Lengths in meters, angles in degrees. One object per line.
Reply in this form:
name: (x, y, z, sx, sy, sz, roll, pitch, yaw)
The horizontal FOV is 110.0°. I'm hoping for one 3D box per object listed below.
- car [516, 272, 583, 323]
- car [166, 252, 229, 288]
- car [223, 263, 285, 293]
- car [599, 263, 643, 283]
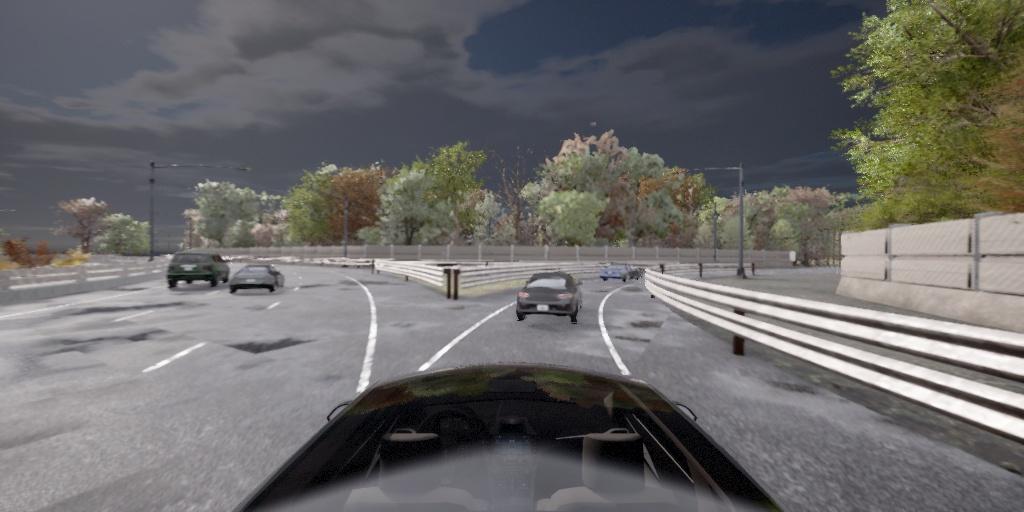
car: (1.368, 1.259, 12.083, 1.812, 1.442, 4.674, 0, 0, 13)
car: (-18.975, 0.776, 21.914, 2.150, 2.045, 5.566, 0, 0, -29)
car: (-13.773, 1.164, 19.555, 1.994, 1.385, 4.181, 0, 0, -25)
car: (8.727, 1.293, 28.425, 2.033, 1.411, 5.357, 0, 0, 37)
